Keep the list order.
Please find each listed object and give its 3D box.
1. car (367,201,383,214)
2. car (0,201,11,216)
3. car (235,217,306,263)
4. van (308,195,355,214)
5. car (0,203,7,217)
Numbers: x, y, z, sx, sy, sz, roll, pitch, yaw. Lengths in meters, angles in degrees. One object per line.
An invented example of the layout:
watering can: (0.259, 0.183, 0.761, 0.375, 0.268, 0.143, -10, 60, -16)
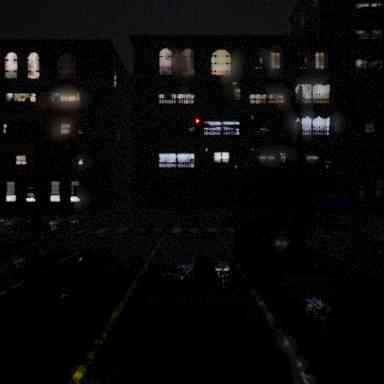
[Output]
car: (18.725, 1.327, 31.184, 4.206, 1.307, 1.802, 0, 0, 0)
car: (-19.701, 1.541, 31.112, 4.403, 1.369, 2.008, 0, 0, 0)
car: (2.573, 1.501, 11.582, 1.947, 1.339, 4.313, 1, 0, 0)
van: (13.083, 1.121, 31.155, 3.998, 1.788, 1.690, 0, 0, 0)
car: (-17.153, 1.518, 25.685, 4.181, 1.385, 1.994, 0, 0, 0)
